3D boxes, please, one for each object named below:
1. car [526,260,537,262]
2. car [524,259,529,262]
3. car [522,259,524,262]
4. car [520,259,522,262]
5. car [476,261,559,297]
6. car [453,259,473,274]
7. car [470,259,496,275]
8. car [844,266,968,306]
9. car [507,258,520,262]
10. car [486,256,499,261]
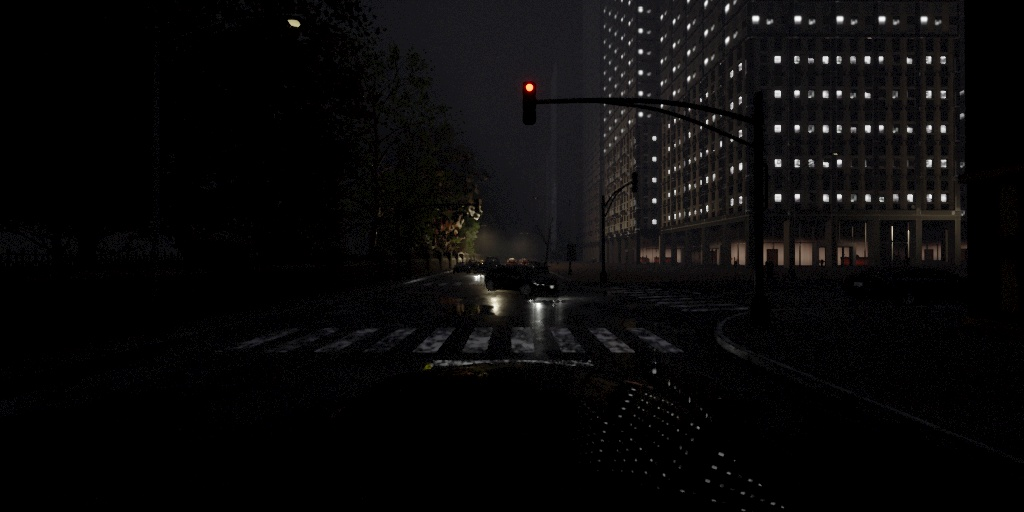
[{"bbox_3d":[2.677,1.329,35.631,1.948,1.339,4.313,0,0,0],"label":"car"},{"bbox_3d":[2.676,1.333,41.264,1.948,1.339,4.313,0,0,0],"label":"car"},{"bbox_3d":[2.674,1.338,46.896,1.948,1.339,4.313,0,0,0],"label":"car"},{"bbox_3d":[2.669,1.336,63.794,1.888,1.381,4.507,0,0,0],"label":"car"},{"bbox_3d":[0.388,1.258,19.388,1.837,1.490,4.892,-3,2,-40],"label":"car"},{"bbox_3d":[-5.705,1.349,41.261,1.802,1.307,4.207,0,0,0],"label":"car"},{"bbox_3d":[-3.115,1.331,39.693,1.994,1.385,4.181,0,0,0],"label":"car"},{"bbox_3d":[14.681,1.026,13.052,4.313,1.339,1.948,0,0,0],"label":"car"},{"bbox_3d":[-0.021,1.266,62.083,1.882,1.535,5.008,0,0,0],"label":"car"},{"bbox_3d":[-3.111,1.003,56.105,2.150,2.045,5.566,0,0,2],"label":"car"}]
